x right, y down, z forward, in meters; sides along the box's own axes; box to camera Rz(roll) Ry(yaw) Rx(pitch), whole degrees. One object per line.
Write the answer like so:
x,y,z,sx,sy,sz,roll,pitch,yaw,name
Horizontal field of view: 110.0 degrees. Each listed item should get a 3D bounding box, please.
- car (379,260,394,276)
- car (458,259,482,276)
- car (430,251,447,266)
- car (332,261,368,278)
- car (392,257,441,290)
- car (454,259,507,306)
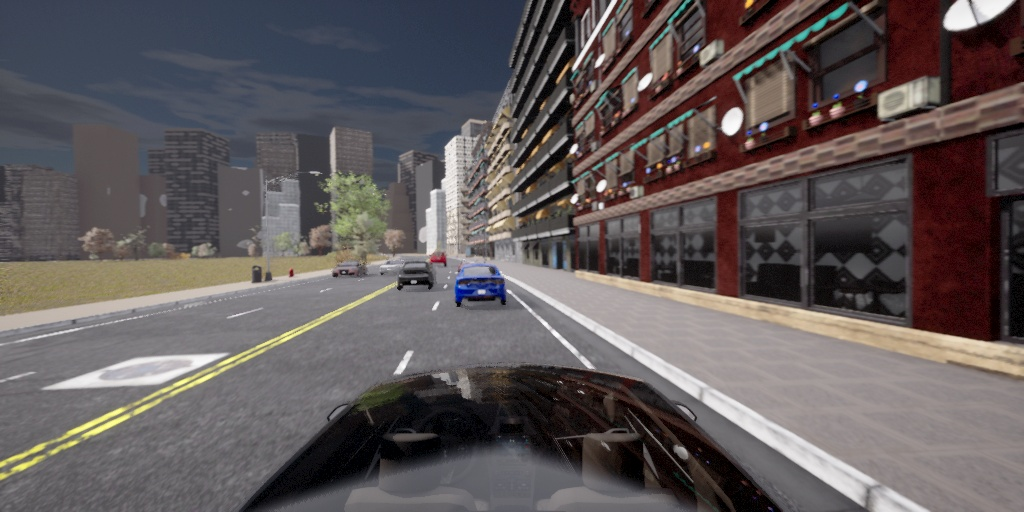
-10.668,1.038,32.551,1.895,1.301,4.718,-1,1,-9,car
-3.741,0.941,31.444,1.895,1.301,4.718,-1,1,-9,car
-10.238,0.375,50.127,2.150,2.045,5.566,-1,1,-11,car
-13.608,1.085,30.330,1.994,1.385,4.181,-1,1,-9,car
-5.414,1.041,20.878,1.837,1.490,4.892,-1,1,-8,car
-1.347,1.041,14.831,1.882,1.535,5.008,-1,1,-7,car
